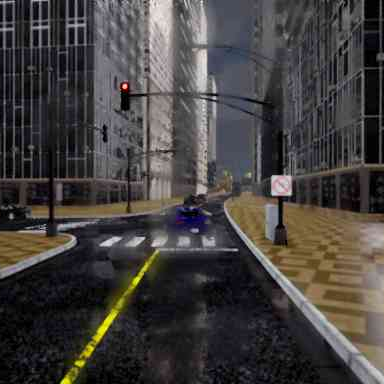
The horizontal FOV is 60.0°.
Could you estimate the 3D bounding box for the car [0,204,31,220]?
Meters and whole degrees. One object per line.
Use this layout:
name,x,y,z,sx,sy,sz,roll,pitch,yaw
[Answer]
car,-16.332,1.698,29.015,4.403,1.369,2.008,-1,1,10

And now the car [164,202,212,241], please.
car,-0.274,1.434,16.159,1.812,1.442,4.674,0,0,-10

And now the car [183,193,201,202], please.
car,-0.141,1.163,50.640,1.882,1.535,5.008,0,0,6

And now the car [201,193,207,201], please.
car,1.822,1.073,66.085,1.837,1.490,4.892,0,1,8
